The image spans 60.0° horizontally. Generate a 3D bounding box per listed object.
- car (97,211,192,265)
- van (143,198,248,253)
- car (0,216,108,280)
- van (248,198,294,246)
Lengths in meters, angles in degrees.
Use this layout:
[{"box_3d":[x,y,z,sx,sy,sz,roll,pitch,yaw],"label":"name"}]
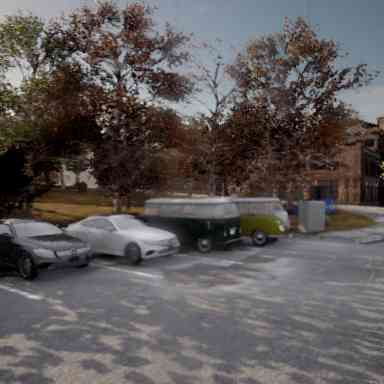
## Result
[{"box_3d":[-2.585,1.520,11.732,4.674,1.452,2.002,-1,-1,34],"label":"car"},{"box_3d":[-0.288,1.254,13.499,4.442,1.987,1.878,-1,0,35],"label":"van"},{"box_3d":[-4.982,1.524,10.020,4.674,1.452,2.002,-1,-1,35],"label":"car"},{"box_3d":[2.308,1.250,15.083,4.442,1.987,1.878,-1,-1,35],"label":"van"}]
